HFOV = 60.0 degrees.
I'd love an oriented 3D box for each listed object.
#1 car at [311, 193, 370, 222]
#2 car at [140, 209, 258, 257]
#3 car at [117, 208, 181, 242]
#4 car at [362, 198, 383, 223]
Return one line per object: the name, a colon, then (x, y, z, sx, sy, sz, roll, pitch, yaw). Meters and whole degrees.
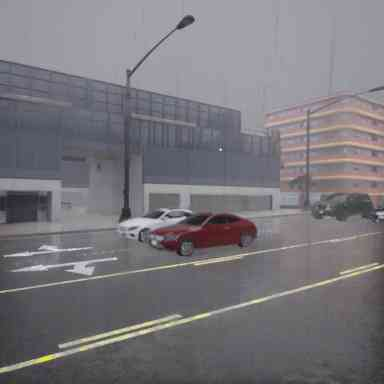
car: (11.311, 1.058, 24.863, 5.566, 2.045, 2.150, 0, 0, -35)
car: (0.577, 1.515, 12.993, 4.674, 1.442, 1.812, 0, 0, -35)
car: (-1.246, 1.514, 15.989, 4.674, 1.442, 1.812, 0, 0, -36)
car: (13.965, 1.323, 22.447, 4.902, 1.511, 2.128, 0, 0, -35)
